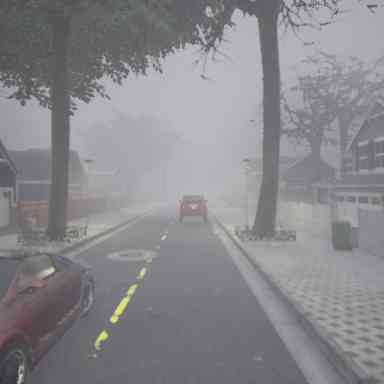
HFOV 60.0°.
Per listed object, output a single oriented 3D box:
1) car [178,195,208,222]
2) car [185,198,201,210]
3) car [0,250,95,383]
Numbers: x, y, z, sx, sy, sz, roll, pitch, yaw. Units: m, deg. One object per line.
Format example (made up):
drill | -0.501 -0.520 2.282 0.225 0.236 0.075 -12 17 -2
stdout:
car | 0.097 1.217 26.648 2.150 2.045 5.566 0 0 0
car | 0.091 1.548 43.771 1.994 1.385 4.181 0 0 0
car | -2.834 1.564 4.657 1.994 1.385 4.181 0 0 0
